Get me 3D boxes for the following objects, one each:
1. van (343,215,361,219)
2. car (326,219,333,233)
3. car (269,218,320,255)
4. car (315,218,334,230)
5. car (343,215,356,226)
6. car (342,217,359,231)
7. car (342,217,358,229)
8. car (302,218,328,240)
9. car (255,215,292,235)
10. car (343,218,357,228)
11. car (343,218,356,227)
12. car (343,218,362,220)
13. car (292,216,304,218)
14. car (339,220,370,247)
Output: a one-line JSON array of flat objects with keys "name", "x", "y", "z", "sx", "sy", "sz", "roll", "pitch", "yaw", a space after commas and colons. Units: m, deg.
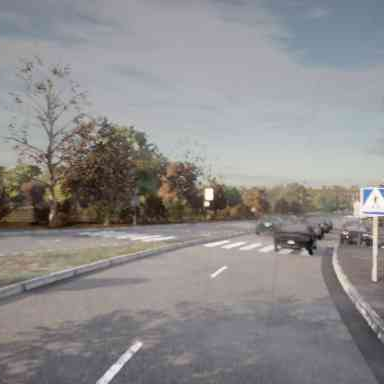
[{"name": "van", "x": 16.032, "y": 3.397, "z": 33.313, "sx": 1.878, "sy": 1.987, "sz": 4.442, "roll": 1, "pitch": -3, "yaw": 25}, {"name": "car", "x": 14.063, "y": 3.782, "z": 36.714, "sx": 1.994, "sy": 1.385, "sz": 4.181, "roll": 1, "pitch": -3, "yaw": 25}, {"name": "car", "x": 5.748, "y": 2.427, "z": 18.248, "sx": 1.882, "sy": 1.535, "sz": 5.008, "roll": 1, "pitch": -3, "yaw": 23}, {"name": "car", "x": 18.237, "y": 4.387, "z": 45.694, "sx": 2.033, "sy": 1.411, "sz": 5.357, "roll": 1, "pitch": -3, "yaw": 25}, {"name": "car", "x": 32.284, "y": 5.790, "z": 68.229, "sx": 2.435, "sy": 2.045, "sz": 5.566, "roll": 1, "pitch": -3, "yaw": 25}, {"name": "car", "x": 22.998, "y": 4.535, "z": 48.285, "sx": 2.185, "sy": 1.767, "sz": 4.553, "roll": 1, "pitch": -3, "yaw": 25}, {"name": "car", "x": 25.326, "y": 4.881, "z": 53.285, "sx": 2.185, "sy": 1.767, "sz": 4.553, "roll": 1, "pitch": -3, "yaw": 25}, {"name": "car", "x": 9.846, "y": 3.154, "z": 27.659, "sx": 1.994, "sy": 1.385, "sz": 4.181, "roll": 1, "pitch": -3, "yaw": 25}, {"name": "car", "x": 7.154, "y": 2.907, "z": 29.481, "sx": 2.097, "sy": 1.767, "sz": 4.553, "roll": 1, "pitch": -3, "yaw": 25}, {"name": "car", "x": 27.658, "y": 5.355, "z": 58.301, "sx": 2.231, "sy": 1.521, "sz": 4.892, "roll": 1, "pitch": -3, "yaw": 25}, {"name": "car", "x": 29.985, "y": 5.701, "z": 63.301, "sx": 2.097, "sy": 1.535, "sz": 5.008, "roll": 1, "pitch": -3, "yaw": 25}, {"name": "car", "x": 13.659, "y": 3.301, "z": 28.222, "sx": 2.163, "sy": 1.488, "sz": 4.792, "roll": 1, "pitch": -3, "yaw": 25}, {"name": "car", "x": 11.198, "y": 3.510, "z": 38.179, "sx": 2.097, "sy": 1.767, "sz": 4.553, "roll": 1, "pitch": -3, "yaw": 26}, {"name": "car", "x": 11.359, "y": 2.967, "z": 23.241, "sx": 2.002, "sy": 1.452, "sz": 4.674, "roll": 3, "pitch": -2, "yaw": 25}]
